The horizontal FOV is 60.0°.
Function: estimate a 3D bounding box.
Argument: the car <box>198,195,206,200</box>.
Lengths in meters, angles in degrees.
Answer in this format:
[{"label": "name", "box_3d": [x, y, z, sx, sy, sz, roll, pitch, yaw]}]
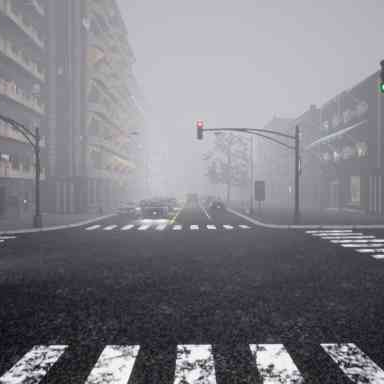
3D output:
[{"label": "car", "box_3d": [2.715, 1.496, 91.010, 1.887, 1.381, 4.507, 0, 0, 0]}]

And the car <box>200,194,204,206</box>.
[{"label": "car", "box_3d": [2.702, 1.420, 52.276, 1.967, 1.590, 4.097, 0, 0, 0]}]

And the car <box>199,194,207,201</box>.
[{"label": "car", "box_3d": [2.712, 1.396, 85.476, 1.967, 1.590, 4.097, 0, 0, 0]}]

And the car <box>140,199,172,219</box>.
[{"label": "car", "box_3d": [-3.100, 1.556, 29.311, 1.994, 1.385, 4.181, 0, 0, -1]}]

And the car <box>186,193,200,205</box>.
[{"label": "car", "box_3d": [0.117, 1.198, 59.018, 2.150, 2.045, 5.566, 0, 0, 0]}]

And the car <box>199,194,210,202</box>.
[{"label": "car", "box_3d": [2.708, 1.280, 74.410, 2.192, 1.841, 5.009, 0, 0, 0]}]

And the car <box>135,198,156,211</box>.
[{"label": "car", "box_3d": [-5.680, 1.531, 41.218, 1.887, 1.381, 4.507, 0, 0, 0]}]

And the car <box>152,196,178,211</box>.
[{"label": "car", "box_3d": [-3.087, 1.535, 38.659, 2.033, 1.411, 5.357, 0, 0, 0]}]

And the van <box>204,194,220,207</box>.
[{"label": "van", "box_3d": [2.698, 1.327, 41.208, 1.690, 1.788, 3.998, 0, 0, 0]}]

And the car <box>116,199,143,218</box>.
[{"label": "car", "box_3d": [-5.684, 1.542, 30.151, 2.008, 1.369, 4.403, 0, 0, 0]}]

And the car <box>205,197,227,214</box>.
[{"label": "car", "box_3d": [2.698, 1.555, 35.675, 1.947, 1.339, 4.313, 0, 0, 0]}]

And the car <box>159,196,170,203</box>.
[{"label": "car", "box_3d": [-5.672, 1.551, 68.886, 1.802, 1.307, 4.206, 0, 0, 0]}]

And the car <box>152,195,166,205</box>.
[{"label": "car", "box_3d": [-5.677, 1.417, 57.819, 1.967, 1.590, 4.097, 0, 0, 0]}]

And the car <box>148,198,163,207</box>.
[{"label": "car", "box_3d": [-5.677, 1.562, 52.286, 1.802, 1.307, 4.206, 0, 0, 0]}]
